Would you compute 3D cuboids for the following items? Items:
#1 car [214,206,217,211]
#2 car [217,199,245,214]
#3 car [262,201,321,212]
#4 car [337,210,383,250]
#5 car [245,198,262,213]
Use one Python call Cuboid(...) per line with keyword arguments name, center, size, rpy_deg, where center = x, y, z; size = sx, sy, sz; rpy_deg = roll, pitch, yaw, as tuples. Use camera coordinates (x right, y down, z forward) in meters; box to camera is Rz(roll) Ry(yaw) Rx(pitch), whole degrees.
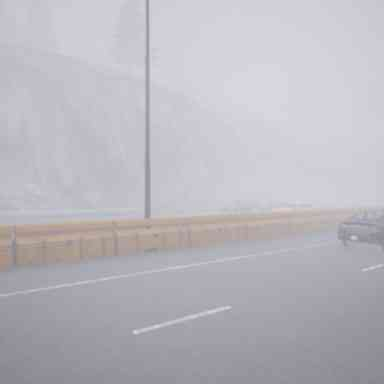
Cuboid(name="car", center=(5.085, 1.652, 37.433), size=(5.357, 1.411, 2.033), rpy_deg=(0, 0, -32))
Cuboid(name="car", center=(5.181, 1.444, 33.290), size=(4.553, 1.767, 2.097), rpy_deg=(0, 0, -32))
Cuboid(name="car", center=(8.399, 1.548, 27.056), size=(5.008, 1.535, 1.882), rpy_deg=(0, 0, -33))
Cuboid(name="car", center=(8.068, 1.523, 13.917), size=(4.902, 1.511, 2.128), rpy_deg=(0, 0, -35))
Cuboid(name="car", center=(7.660, 1.574, 30.732), size=(4.902, 1.511, 2.128), rpy_deg=(0, 0, -32))
